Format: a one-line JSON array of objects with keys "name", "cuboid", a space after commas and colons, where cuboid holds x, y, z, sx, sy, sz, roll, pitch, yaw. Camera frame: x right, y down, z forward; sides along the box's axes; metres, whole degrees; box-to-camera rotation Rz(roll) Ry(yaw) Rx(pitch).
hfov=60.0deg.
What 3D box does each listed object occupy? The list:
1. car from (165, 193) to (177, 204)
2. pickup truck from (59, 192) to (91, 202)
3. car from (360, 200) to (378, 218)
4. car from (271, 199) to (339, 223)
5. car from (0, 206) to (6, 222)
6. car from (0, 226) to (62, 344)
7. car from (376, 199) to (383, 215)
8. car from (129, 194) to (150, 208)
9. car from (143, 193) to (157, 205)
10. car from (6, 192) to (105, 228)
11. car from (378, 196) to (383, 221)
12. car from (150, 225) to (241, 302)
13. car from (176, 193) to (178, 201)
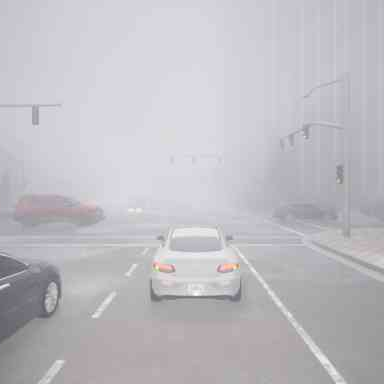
[{"name": "car", "cuboid": [-4.370, 1.525, 65.317, 1.812, 1.442, 4.674, 0, 0, -1]}, {"name": "pickup truck", "cuboid": [-24.662, 1.059, 70.217, 2.390, 2.098, 6.274, 0, 0, 30]}, {"name": "car", "cuboid": [17.709, 1.221, 29.005, 5.566, 2.045, 2.150, 0, 0, 0]}, {"name": "car", "cuboid": [8.500, 1.505, 25.236, 4.892, 1.490, 1.837, 0, 0, 0]}, {"name": "car", "cuboid": [-15.921, 1.548, 25.668, 5.357, 1.411, 2.033, 0, 0, -10]}, {"name": "car", "cuboid": [-3.436, 1.505, 4.516, 1.837, 1.490, 4.892, 0, 0, 0]}, {"name": "car", "cuboid": [20.995, 1.478, 32.527, 5.008, 1.535, 1.882, 0, 0, 0]}, {"name": "car", "cuboid": [-7.823, 1.491, 47.927, 2.128, 1.511, 4.902, 0, 0, -1]}, {"name": "car", "cuboid": [-7.946, 1.221, 57.819, 2.150, 2.045, 5.566, 0, 0, -1]}, {"name": "car", "cuboid": [-8.548, 1.221, 21.608, 5.566, 2.045, 2.150, 0, 0, 0]}, {"name": "car", "cuboid": [15.219, 1.352, 21.785, 4.553, 1.767, 2.097, 0, 0, 0]}, {"name": "car", "cuboid": [0.077, 1.526, 8.166, 1.812, 1.442, 4.674, 0, 0, 0]}, {"name": "car", "cuboid": [-4.752, 1.225, 85.440, 2.150, 2.045, 5.566, 0, 0, -1]}]
